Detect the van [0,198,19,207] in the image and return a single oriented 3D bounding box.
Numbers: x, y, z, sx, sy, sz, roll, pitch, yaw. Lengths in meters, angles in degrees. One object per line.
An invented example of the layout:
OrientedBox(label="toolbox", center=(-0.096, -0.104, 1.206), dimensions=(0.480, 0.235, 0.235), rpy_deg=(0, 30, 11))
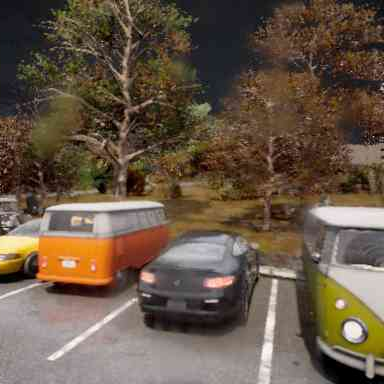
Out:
OrientedBox(label="van", center=(-9.151, 1.246, 14.131), dimensions=(1.878, 1.987, 4.442), rpy_deg=(0, -1, 16))

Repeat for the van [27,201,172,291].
OrientedBox(label="van", center=(-1.966, 1.250, 8.987), dimensions=(1.878, 1.987, 4.442), rpy_deg=(0, -1, 16))

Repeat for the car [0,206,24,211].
OrientedBox(label="car", center=(-6.788, 1.470, 12.295), dimensions=(2.231, 1.521, 4.892), rpy_deg=(0, -1, 16))

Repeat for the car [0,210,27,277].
OrientedBox(label="car", center=(-4.438, 1.466, 10.407), dimensions=(1.946, 1.575, 5.366), rpy_deg=(1, -1, 16))

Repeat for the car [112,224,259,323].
OrientedBox(label="car", center=(0.391, 1.517, 7.155), dimensions=(2.002, 1.452, 4.674), rpy_deg=(0, -1, 16))

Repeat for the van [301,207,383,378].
OrientedBox(label="van", center=(2.766, 1.257, 5.330), dimensions=(1.878, 1.987, 4.442), rpy_deg=(1, -1, 16))
